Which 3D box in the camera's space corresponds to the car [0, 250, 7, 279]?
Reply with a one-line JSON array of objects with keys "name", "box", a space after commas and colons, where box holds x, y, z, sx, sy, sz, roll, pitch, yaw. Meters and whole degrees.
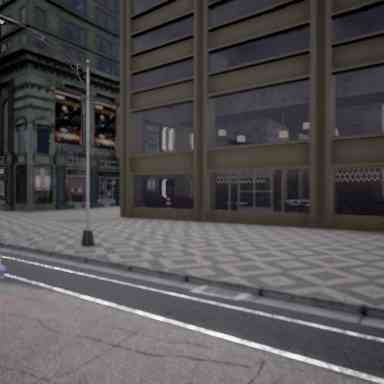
[{"name": "car", "box": [-6.815, 1.589, 8.479, 5.357, 1.411, 2.033, 0, 0, 35]}]
